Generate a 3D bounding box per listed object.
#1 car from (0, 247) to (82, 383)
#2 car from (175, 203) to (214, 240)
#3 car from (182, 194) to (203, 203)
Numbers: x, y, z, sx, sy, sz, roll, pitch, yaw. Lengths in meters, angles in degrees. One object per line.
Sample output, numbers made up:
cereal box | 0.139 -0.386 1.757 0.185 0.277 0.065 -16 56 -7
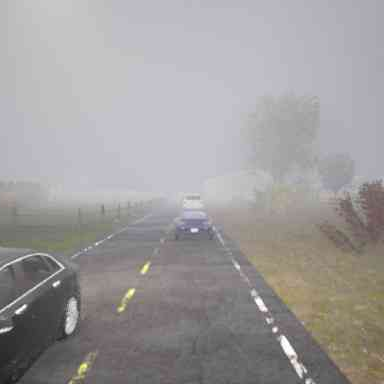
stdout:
car | -2.750 1.506 3.720 1.837 1.490 4.892 0 0 0
car | 0.102 1.534 17.089 1.812 1.442 4.674 0 0 0
car | 0.103 1.258 37.298 2.150 2.045 5.566 0 0 0
